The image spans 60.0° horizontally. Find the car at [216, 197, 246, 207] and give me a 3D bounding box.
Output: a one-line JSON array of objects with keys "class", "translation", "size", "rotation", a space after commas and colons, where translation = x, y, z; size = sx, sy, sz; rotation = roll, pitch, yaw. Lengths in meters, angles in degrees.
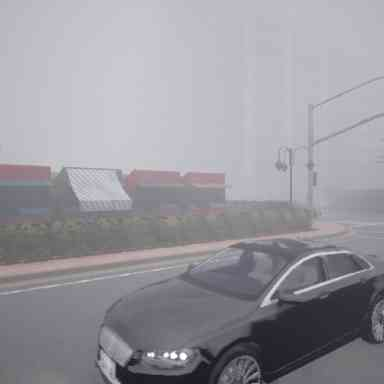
[{"class": "car", "translation": [5.843, 1.470, 50.156], "size": [1.812, 1.442, 4.674], "rotation": [0, 0, -36]}]

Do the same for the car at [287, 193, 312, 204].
[{"class": "car", "translation": [19.024, 1.114, 59.110], "size": [1.905, 1.878, 3.866], "rotation": [0, 0, -36]}]

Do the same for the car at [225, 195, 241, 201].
[{"class": "car", "translation": [2.738, 1.166, 36.210], "size": [2.150, 2.045, 5.566], "rotation": [0, 0, -36]}]

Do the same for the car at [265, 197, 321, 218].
[{"class": "car", "translation": [8.522, 1.436, 28.214], "size": [2.128, 1.511, 4.902], "rotation": [0, 0, -36]}]

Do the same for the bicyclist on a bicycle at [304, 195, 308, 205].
[{"class": "bicyclist on a bicycle", "translation": [15.550, 1.245, 44.917], "size": [1.656, 1.620, 0.582], "rotation": [0, 0, -36]}]

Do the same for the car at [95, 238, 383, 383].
[{"class": "car", "translation": [1.138, 1.491, 4.807], "size": [4.902, 1.511, 2.128], "rotation": [0, 0, -35]}]

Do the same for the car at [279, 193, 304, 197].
[{"class": "car", "translation": [16.632, 1.114, 57.399], "size": [1.905, 1.878, 3.866], "rotation": [0, 0, -36]}]
